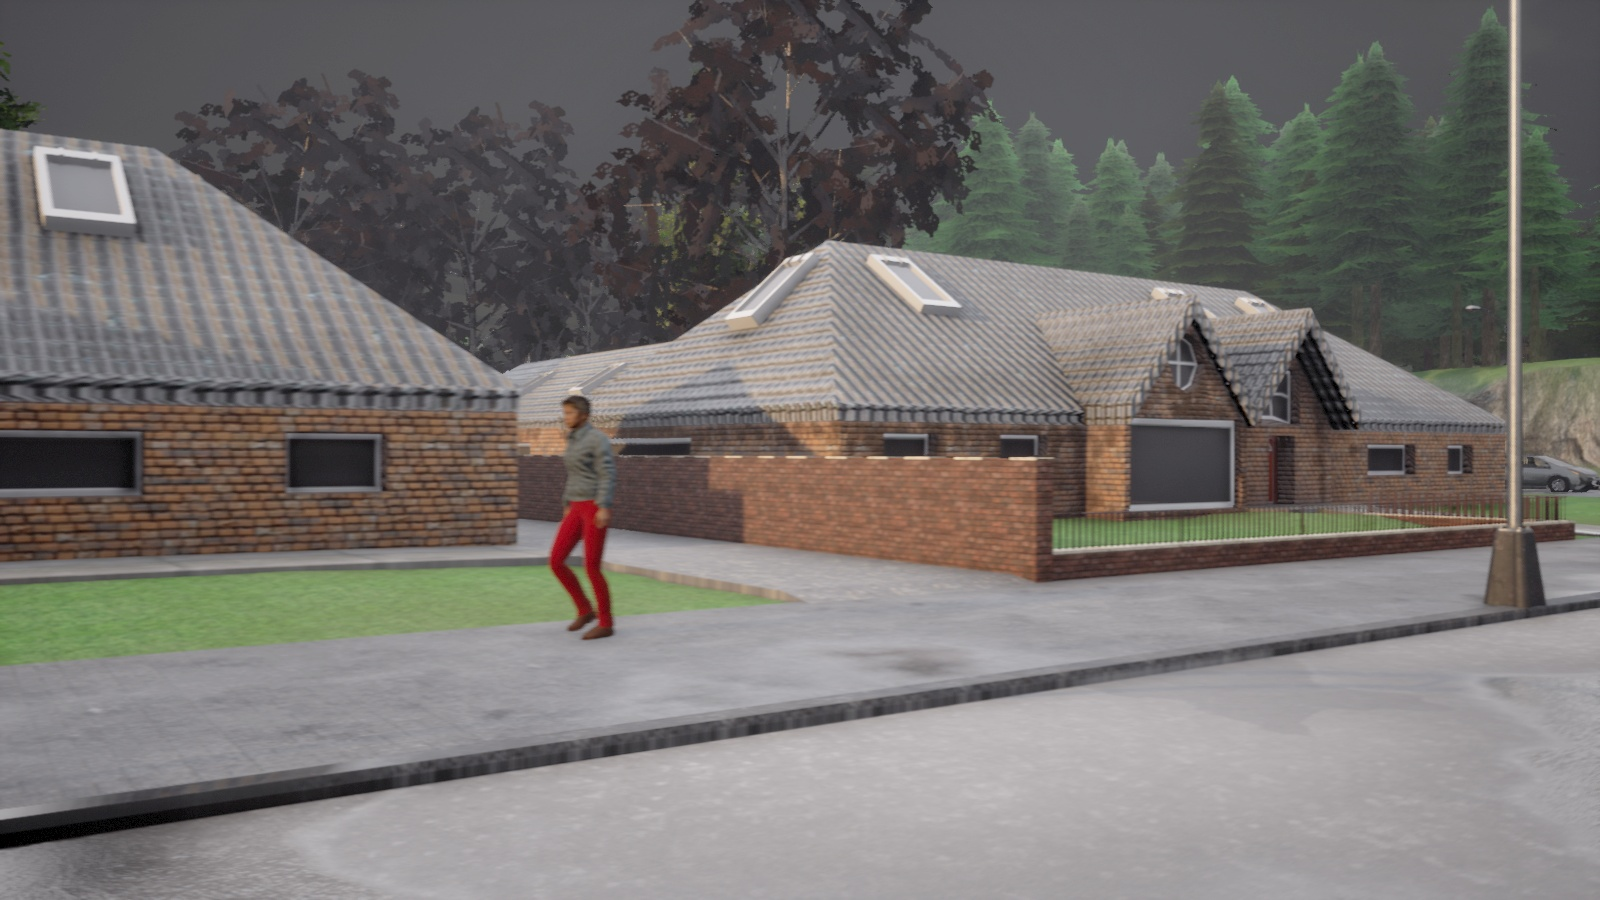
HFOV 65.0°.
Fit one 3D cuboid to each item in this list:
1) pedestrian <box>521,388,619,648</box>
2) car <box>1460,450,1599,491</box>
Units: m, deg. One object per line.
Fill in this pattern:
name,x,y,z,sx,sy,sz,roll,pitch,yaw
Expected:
pedestrian,-1.691,0.481,9.235,0.614,1.847,0.353,0,0,-38
car,28.288,0.750,48.549,2.007,1.525,4.514,0,0,-35
